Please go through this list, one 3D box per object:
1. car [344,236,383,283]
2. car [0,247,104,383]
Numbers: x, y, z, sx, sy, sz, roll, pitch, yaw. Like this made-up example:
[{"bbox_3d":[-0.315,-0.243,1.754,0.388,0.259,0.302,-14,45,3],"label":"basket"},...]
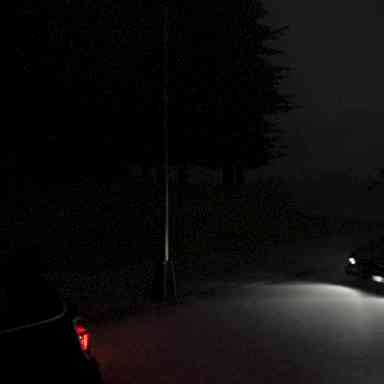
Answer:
[{"bbox_3d":[6.482,1.646,9.234,5.357,1.411,2.033,1,0,-35],"label":"car"},{"bbox_3d":[-3.086,1.342,2.401,4.553,1.767,2.097,1,0,-36],"label":"car"}]
